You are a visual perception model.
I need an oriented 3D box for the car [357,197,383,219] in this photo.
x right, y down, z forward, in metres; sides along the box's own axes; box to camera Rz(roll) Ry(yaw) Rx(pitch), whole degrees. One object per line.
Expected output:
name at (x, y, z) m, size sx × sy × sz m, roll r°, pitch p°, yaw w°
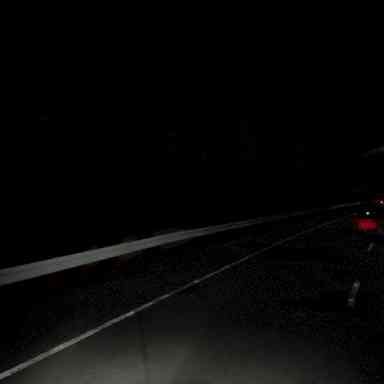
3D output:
car at (16.006, 1.505, 29.643) m, size 1.837 × 1.490 × 4.892 m, roll 0°, pitch 0°, yaw 35°

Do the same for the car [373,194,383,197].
car at (22.051, 1.221, 38.189) m, size 2.150 × 2.045 × 5.566 m, roll 0°, pitch 0°, yaw 35°
